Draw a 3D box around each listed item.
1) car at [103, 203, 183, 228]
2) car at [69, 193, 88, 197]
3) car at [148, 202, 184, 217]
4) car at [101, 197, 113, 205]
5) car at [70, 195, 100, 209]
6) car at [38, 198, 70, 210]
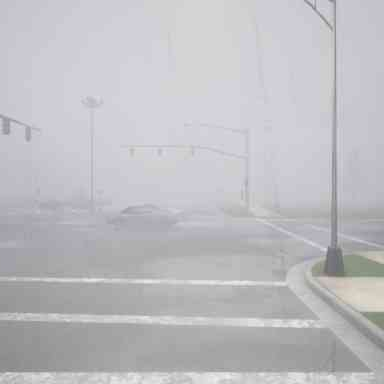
[{"bbox_3d":[-3.158,1.601,21.610,4.718,1.301,1.895,0,0,0],"label":"car"},{"bbox_3d":[-17.864,1.221,52.579,2.150,2.045,5.566,0,0,1],"label":"car"},{"bbox_3d":[-2.962,1.525,25.108,4.674,1.442,1.812,0,0,0],"label":"car"},{"bbox_3d":[-14.327,1.526,54.462,1.812,1.442,4.674,0,0,1],"label":"car"},{"bbox_3d":[-14.463,1.547,44.872,2.033,1.411,5.357,0,0,1],"label":"car"},{"bbox_3d":[-18.002,1.601,42.938,1.895,1.301,4.718,0,0,1],"label":"car"}]
